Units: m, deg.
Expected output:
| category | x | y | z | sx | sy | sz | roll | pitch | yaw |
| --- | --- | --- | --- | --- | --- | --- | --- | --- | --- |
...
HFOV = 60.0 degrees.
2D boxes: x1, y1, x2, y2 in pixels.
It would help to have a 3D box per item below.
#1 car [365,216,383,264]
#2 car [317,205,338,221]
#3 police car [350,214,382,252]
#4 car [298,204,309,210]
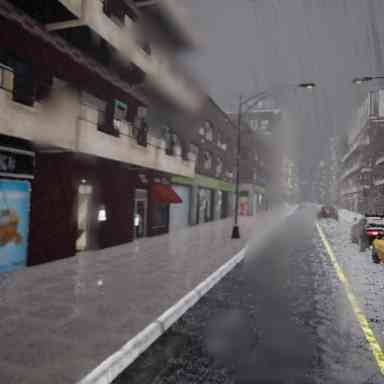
| category | x | y | z | sx | sy | sz | roll | pitch | yaw |
| --- | --- | --- | --- | --- | --- | --- | --- | --- | --- |
| car | 6.936 | 1.802 | 10.315 | 1.801 | 1.575 | 5.366 | 2 | -1 | 19 |
| car | 15.834 | 2.332 | 38.904 | 2.097 | 1.767 | 4.553 | 2 | -1 | 19 |
| police car | 8.842 | 1.900 | 15.919 | 1.930 | 1.638 | 5.238 | 2 | -1 | 19 |
| car | 23.767 | 3.192 | 70.934 | 1.994 | 1.385 | 4.181 | 2 | -1 | 19 |
